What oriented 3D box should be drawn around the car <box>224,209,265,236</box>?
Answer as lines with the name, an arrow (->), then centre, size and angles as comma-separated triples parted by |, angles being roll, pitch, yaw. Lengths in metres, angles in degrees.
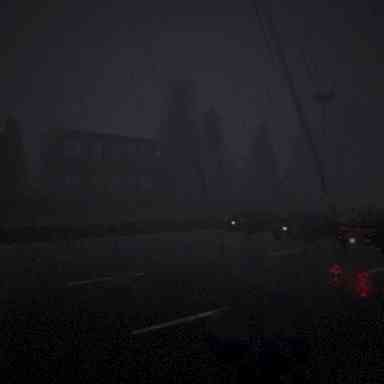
car -> 3.913, 1.698, 19.560 | 4.181, 1.385, 1.994 | 1, 0, -36

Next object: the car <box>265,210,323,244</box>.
car -> 5.972, 1.698, 16.730 | 4.181, 1.385, 1.994 | 1, 0, -36

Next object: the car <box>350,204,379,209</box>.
car -> 15.297, 1.749, 29.163 | 5.008, 1.535, 1.882 | 0, 0, -45

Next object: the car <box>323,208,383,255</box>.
car -> 7.972, 1.626, 13.857 | 4.902, 1.511, 2.128 | 1, 0, -36
